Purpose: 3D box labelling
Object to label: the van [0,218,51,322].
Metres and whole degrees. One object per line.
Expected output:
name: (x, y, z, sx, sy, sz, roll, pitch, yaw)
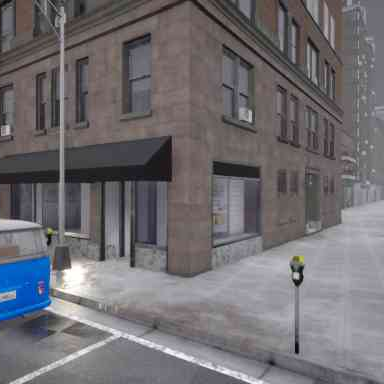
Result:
van: (-4.308, 1.340, 6.092, 3.998, 1.788, 1.690, 0, 0, 35)
